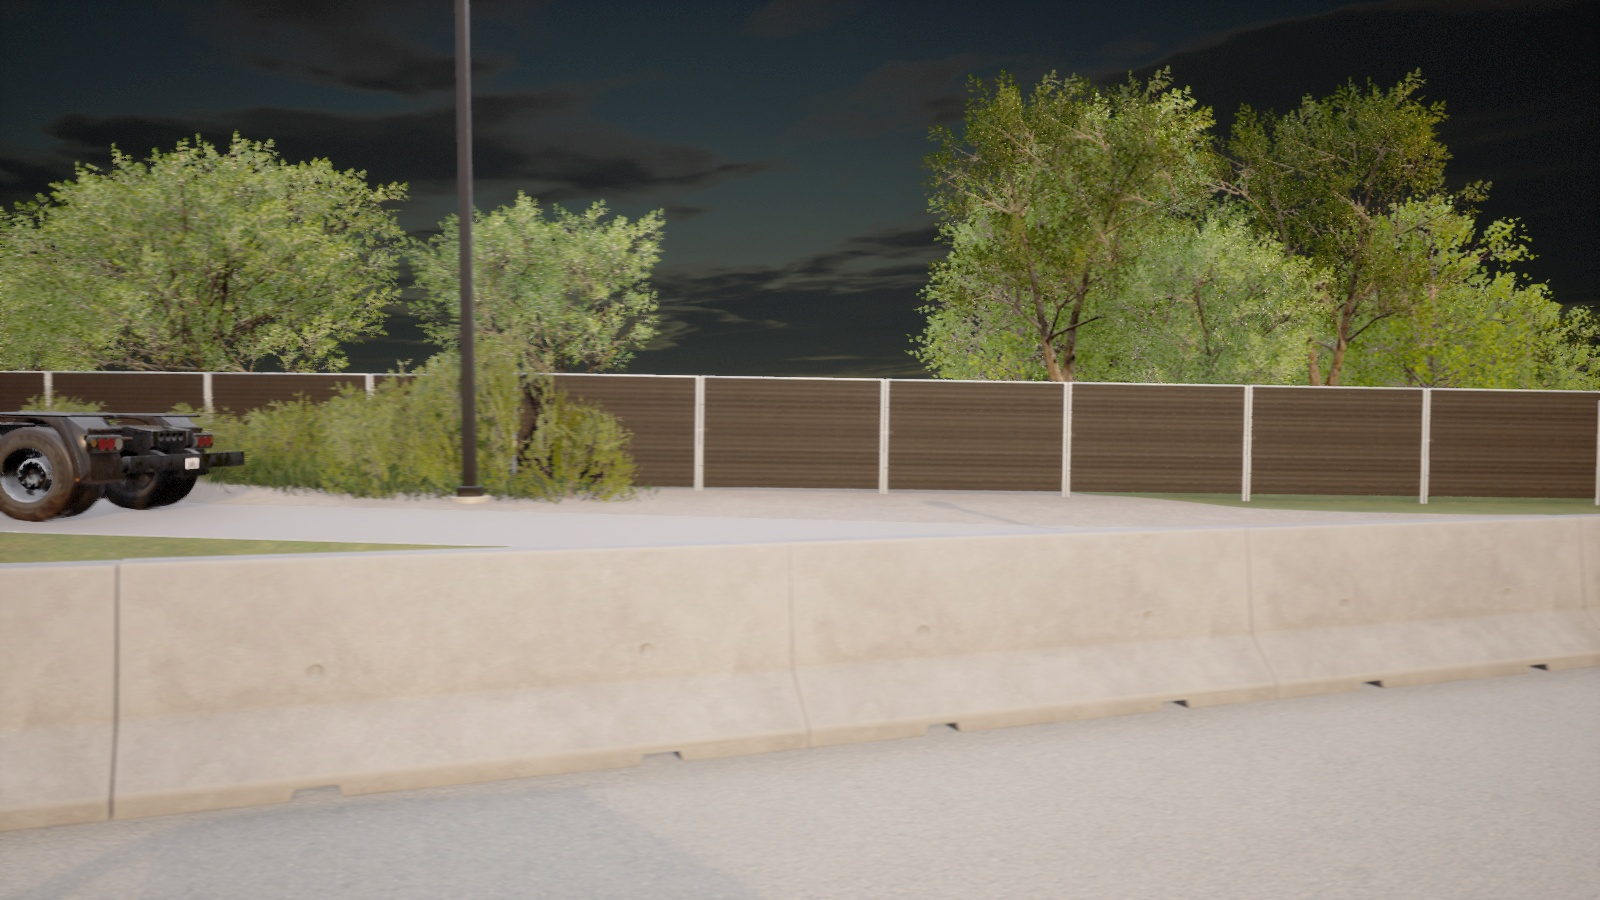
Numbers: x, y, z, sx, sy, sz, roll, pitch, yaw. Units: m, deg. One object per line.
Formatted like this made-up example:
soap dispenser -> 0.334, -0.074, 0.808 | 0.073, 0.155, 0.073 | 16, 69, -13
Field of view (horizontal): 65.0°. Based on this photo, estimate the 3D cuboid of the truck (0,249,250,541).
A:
truck -> -11.898, -0.686, 16.714 | 7.936, 3.462, 2.891 | 0, 2, 5
